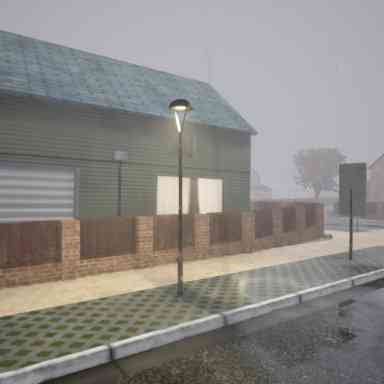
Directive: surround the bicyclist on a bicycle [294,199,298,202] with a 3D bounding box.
[{"bbox_3d":[9.734,1.486,31.277,1.656,1.620,0.582,1,-1,-34],"label":"bicyclist on a bicycle"}]
